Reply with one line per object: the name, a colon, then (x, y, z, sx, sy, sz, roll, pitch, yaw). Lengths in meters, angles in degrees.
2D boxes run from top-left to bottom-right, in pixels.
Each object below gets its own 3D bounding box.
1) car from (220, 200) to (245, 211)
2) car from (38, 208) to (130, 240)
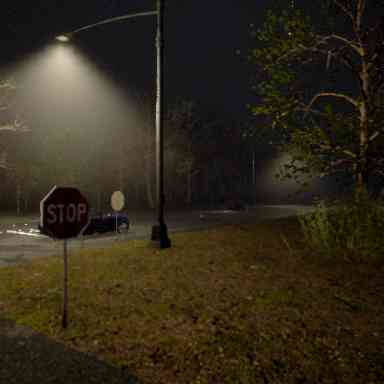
car: (5.534, 1.814, 44.756, 1.812, 1.442, 4.674, 0, 1, 36)
car: (-5.532, 1.554, 17.685, 1.882, 1.535, 5.008, 0, 0, 36)
